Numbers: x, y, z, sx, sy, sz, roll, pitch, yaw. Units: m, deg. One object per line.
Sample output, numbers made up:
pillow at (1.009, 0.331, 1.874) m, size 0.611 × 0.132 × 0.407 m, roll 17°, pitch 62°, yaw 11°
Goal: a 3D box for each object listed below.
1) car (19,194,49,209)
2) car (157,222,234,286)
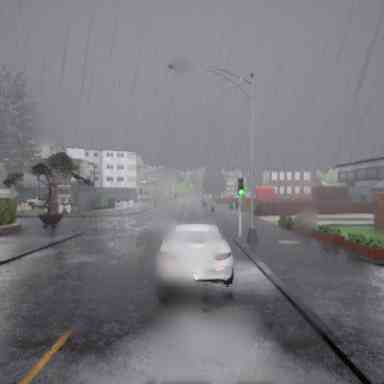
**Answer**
car at (-19.824, 1.224, 42.517) m, size 1.905 × 1.878 × 3.866 m, roll 0°, pitch 0°, yaw 35°
car at (0.086, 1.579, 9.480) m, size 1.812 × 1.442 × 4.674 m, roll 0°, pitch 0°, yaw 0°
